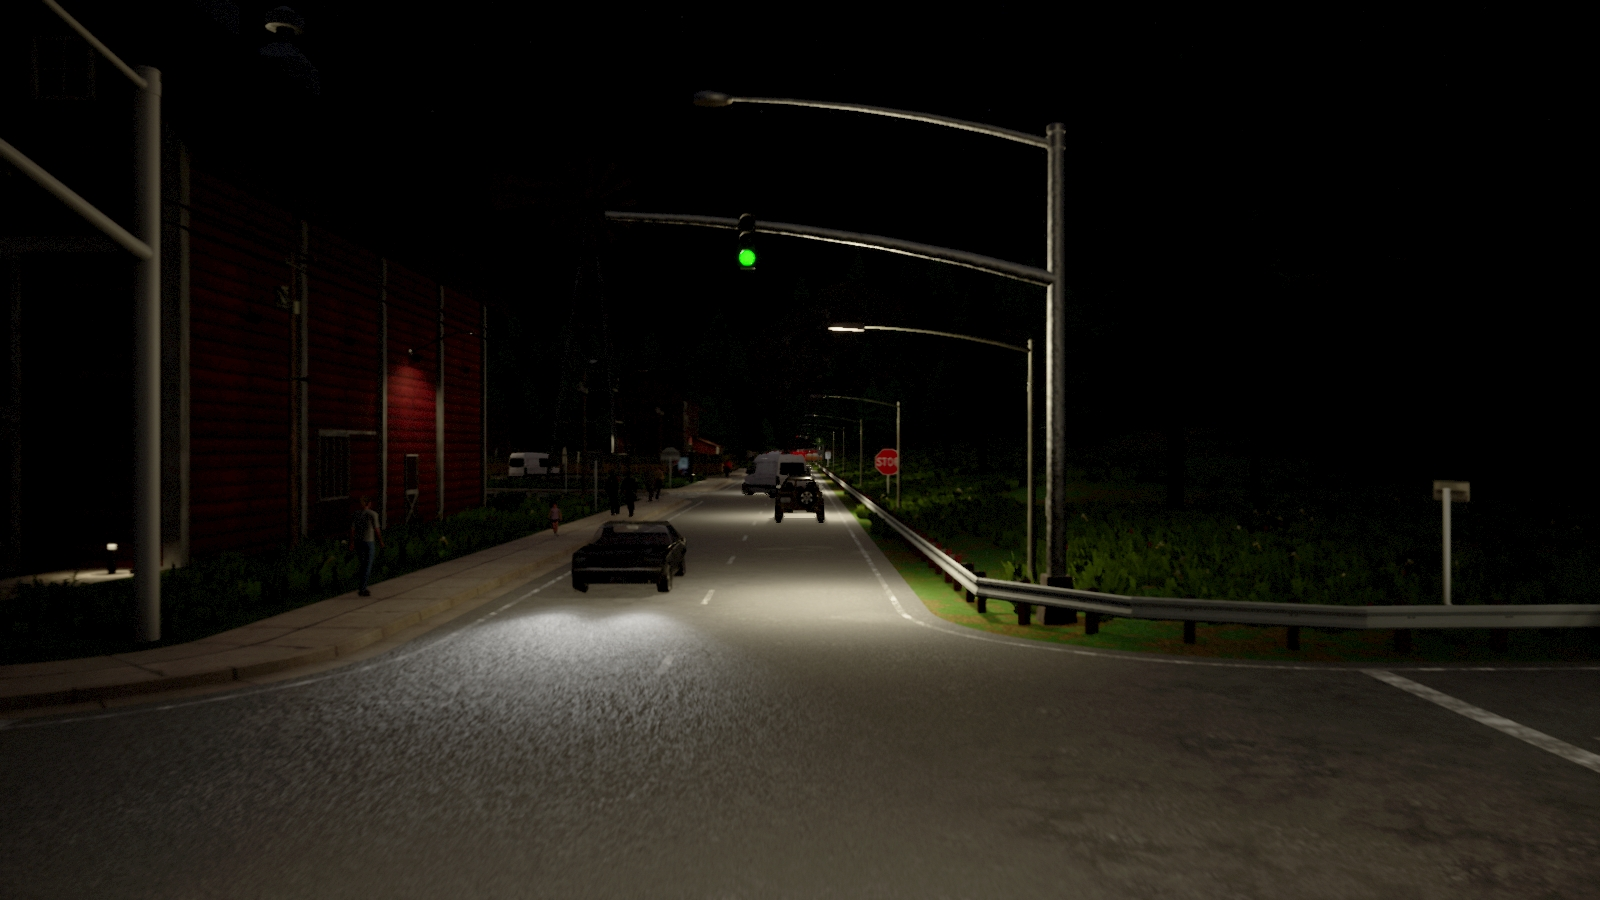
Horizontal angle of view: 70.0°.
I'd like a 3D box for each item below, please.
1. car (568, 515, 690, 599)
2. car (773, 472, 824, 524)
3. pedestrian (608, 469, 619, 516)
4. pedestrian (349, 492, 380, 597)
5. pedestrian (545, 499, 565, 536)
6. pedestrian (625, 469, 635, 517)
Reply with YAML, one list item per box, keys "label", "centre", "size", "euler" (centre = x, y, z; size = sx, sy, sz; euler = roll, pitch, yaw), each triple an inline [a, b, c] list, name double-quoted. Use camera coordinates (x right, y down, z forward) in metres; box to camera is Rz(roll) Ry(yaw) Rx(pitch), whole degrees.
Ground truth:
- label: "car"
  centre: [-3.451, 2.154, 23.910]
  size: [1.895, 1.301, 4.718]
  euler: [0, 0, 0]
- label: "car"
  centre: [-0.064, 1.861, 45.386]
  size: [1.932, 1.855, 4.605]
  euler: [0, 0, 0]
- label: "pedestrian"
  centre: [-7.467, 1.695, 45.717]
  size: [0.375, 1.860, 0.375]
  euler: [0, 0, 4]
- label: "pedestrian"
  centre: [-7.883, 1.694, 20.674]
  size: [0.375, 1.860, 0.375]
  euler: [0, 0, 15]
- label: "pedestrian"
  centre: [-7.529, 2.076, 35.188]
  size: [0.500, 1.100, 0.500]
  euler: [0, 0, 1]
- label: "pedestrian"
  centre: [-6.640, 1.693, 44.707]
  size: [0.375, 1.860, 0.375]
  euler: [0, 0, -6]
